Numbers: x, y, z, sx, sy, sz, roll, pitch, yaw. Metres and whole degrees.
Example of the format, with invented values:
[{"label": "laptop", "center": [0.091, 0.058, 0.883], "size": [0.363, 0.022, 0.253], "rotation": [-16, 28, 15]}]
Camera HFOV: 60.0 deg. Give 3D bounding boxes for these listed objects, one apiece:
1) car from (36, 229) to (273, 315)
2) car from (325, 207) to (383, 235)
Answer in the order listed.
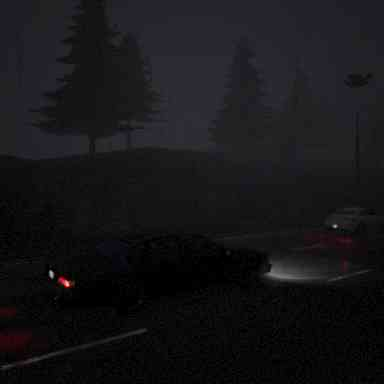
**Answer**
[{"label": "car", "center": [-0.553, 1.577, 7.619], "size": [5.357, 1.411, 2.033], "rotation": [0, 0, -36]}, {"label": "car", "center": [9.558, 1.596, 19.194], "size": [4.674, 1.442, 1.812], "rotation": [0, 0, -36]}]
